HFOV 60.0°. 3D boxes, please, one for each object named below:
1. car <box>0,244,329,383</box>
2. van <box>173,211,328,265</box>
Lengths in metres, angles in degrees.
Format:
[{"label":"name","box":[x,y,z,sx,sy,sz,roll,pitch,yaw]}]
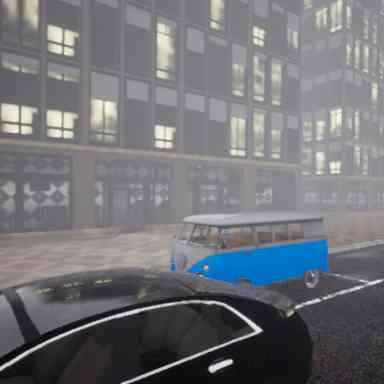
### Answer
[{"label":"car","box":[-1.038,1.509,2.636,4.892,1.490,1.837,1,0,-35]},{"label":"van","box":[1.396,1.365,7.553,3.998,1.788,1.690,0,0,-36]}]
